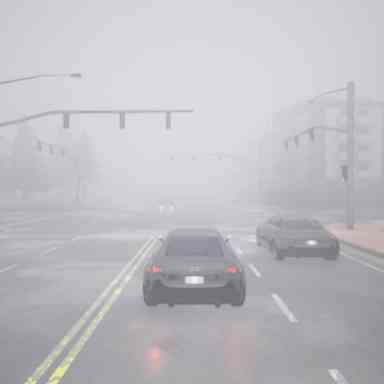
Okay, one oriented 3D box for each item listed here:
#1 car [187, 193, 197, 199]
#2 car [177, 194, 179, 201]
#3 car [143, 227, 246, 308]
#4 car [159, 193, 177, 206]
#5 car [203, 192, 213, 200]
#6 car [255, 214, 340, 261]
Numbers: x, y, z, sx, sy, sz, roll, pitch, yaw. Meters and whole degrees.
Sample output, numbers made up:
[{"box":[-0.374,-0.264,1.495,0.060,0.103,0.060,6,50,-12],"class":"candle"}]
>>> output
[{"box":[-0.038,0.871,71.374,1.994,1.385,4.181,0,0,0],"class":"car"},{"box":[-3.554,1.030,64.970,1.837,1.490,4.892,0,1,1],"class":"car"},{"box":[0.055,1.506,7.869,1.994,1.385,4.181,0,0,0],"class":"car"},{"box":[-3.608,1.179,47.546,1.812,1.442,4.674,0,1,0],"class":"car"},{"box":[3.462,0.842,71.390,2.128,1.511,4.902,0,0,0],"class":"car"},{"box":[3.576,1.476,11.953,1.994,1.385,4.181,0,0,0],"class":"car"}]
